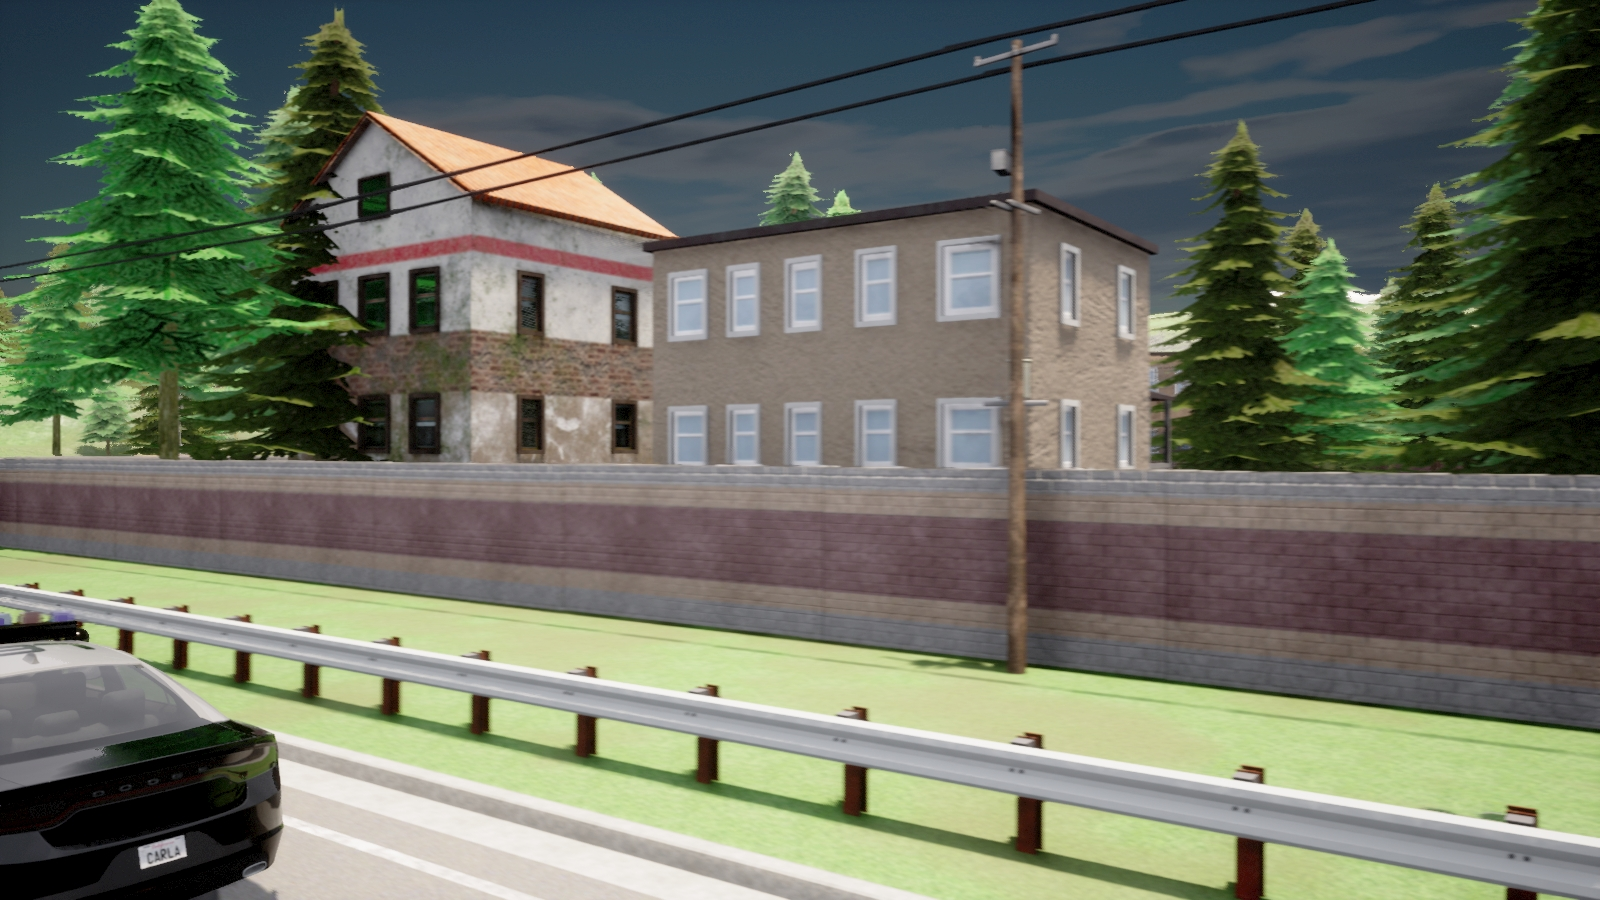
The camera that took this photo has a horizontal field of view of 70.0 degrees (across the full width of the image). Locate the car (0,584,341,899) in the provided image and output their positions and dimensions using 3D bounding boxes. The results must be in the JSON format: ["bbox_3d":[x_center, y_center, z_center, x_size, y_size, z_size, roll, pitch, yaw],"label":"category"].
[{"bbox_3d":[-5.582,1.982,7.694,5.238,1.638,2.097,0,0,35],"label":"car"}]
